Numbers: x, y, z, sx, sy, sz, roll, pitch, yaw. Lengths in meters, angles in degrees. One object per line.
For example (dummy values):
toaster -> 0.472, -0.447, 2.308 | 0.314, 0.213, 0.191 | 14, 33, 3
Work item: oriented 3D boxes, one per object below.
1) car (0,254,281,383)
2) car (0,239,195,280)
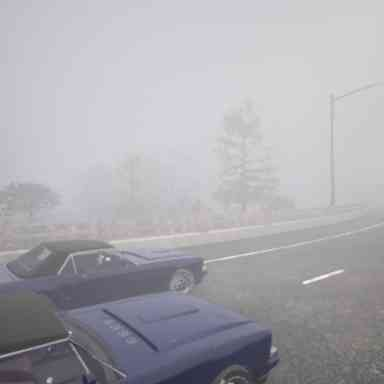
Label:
car -> -1.401, 1.622, 2.873 | 4.718, 1.301, 1.895 | 0, 0, -36
car -> -1.970, 1.642, 6.808 | 4.718, 1.301, 1.895 | 0, 0, -36
